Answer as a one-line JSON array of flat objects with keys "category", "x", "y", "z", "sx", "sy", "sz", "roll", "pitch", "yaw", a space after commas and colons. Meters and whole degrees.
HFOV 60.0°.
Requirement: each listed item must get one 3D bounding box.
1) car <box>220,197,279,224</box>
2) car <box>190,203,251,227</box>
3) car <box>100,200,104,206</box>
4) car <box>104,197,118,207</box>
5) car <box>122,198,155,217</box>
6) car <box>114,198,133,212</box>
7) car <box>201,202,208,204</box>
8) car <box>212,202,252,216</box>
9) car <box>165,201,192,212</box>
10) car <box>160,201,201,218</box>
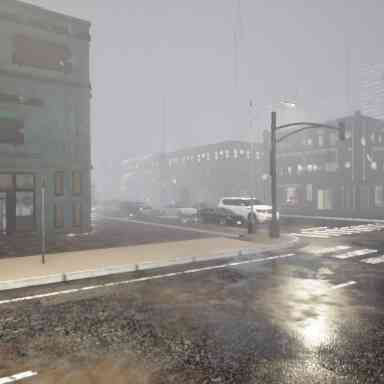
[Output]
[{"category": "car", "x": 4.336, "y": 1.443, "z": 26.784, "sx": 2.150, "sy": 2.045, "sz": 5.566, "roll": -1, "pitch": 0, "yaw": -35}, {"category": "car", "x": 2.082, "y": 1.814, "z": 25.267, "sx": 1.947, "sy": 1.339, "sz": 4.313, "roll": -1, "pitch": 0, "yaw": -35}, {"category": "car", "x": -17.622, "y": 2.227, "z": 68.872, "sx": 1.887, "sy": 1.381, "sz": 4.507, "roll": -1, "pitch": 0, "yaw": -35}, {"category": "car", "x": -14.488, "y": 1.940, "z": 64.313, "sx": 2.192, "sy": 1.841, "sz": 5.009, "roll": -1, "pitch": 0, "yaw": -35}, {"category": "car", "x": -5.691, "y": 1.846, "z": 36.764, "sx": 1.967, "sy": 1.590, "sz": 4.097, "roll": -1, "pitch": 0, "yaw": -35}, {"category": "car", "x": -8.445, "y": 1.954, "z": 45.385, "sx": 1.882, "sy": 1.535, "sz": 5.008, "roll": -1, "pitch": 0, "yaw": -34}, {"category": "car", "x": 1.214, "y": 1.903, "z": 41.519, "sx": 1.802, "sy": 1.307, "sz": 4.206, "roll": -1, "pitch": 0, "yaw": -35}, {"category": "car", "x": 4.352, "y": 1.809, "z": 36.960, "sx": 2.008, "sy": 1.369, "sz": 4.403, "roll": -2, "pitch": 0, "yaw": -35}, {"category": "car", "x": -1.925, "y": 1.966, "z": 46.078, "sx": 1.802, "sy": 1.307, "sz": 4.206, "roll": -1, "pitch": 0, "yaw": -35}, {"category": "car", "x": -1.432, "y": 1.938, "z": 35.169, "sx": 1.895, "sy": 1.301, "sz": 4.718, "roll": -1, "pitch": 0, "yaw": -35}]
